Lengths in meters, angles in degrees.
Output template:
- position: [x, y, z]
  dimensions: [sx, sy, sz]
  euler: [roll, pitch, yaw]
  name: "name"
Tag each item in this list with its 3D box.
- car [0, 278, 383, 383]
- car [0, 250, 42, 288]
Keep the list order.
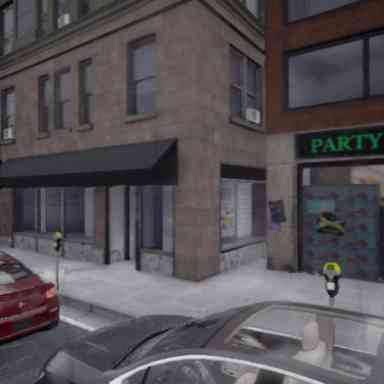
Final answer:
- position: [0.575, 1.555, 2.398]
  dimensions: [4.403, 1.369, 2.008]
  euler: [0, 0, 36]
  name: "car"
- position: [-3.914, 1.617, 5.609]
  dimensions: [4.206, 1.307, 1.802]
  euler: [0, 0, 36]
  name: "car"
